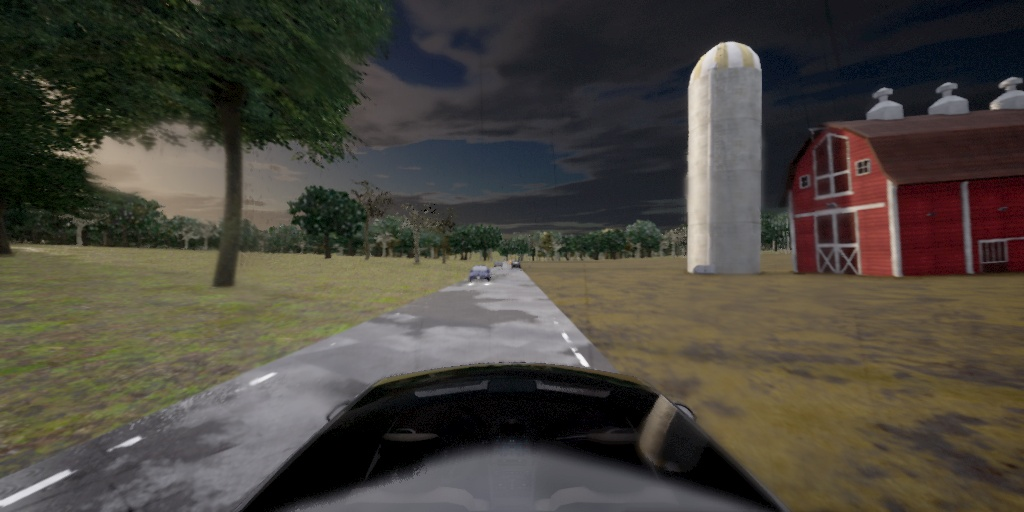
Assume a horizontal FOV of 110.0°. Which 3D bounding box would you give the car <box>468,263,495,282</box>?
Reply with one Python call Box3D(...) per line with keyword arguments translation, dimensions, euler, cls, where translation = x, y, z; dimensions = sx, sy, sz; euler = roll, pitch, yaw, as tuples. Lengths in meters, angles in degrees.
Box3D(translation=(-2.840, 1.555, 32.566), dimensions=(1.812, 1.442, 4.674), euler=(0, -1, 0), cls="car")
